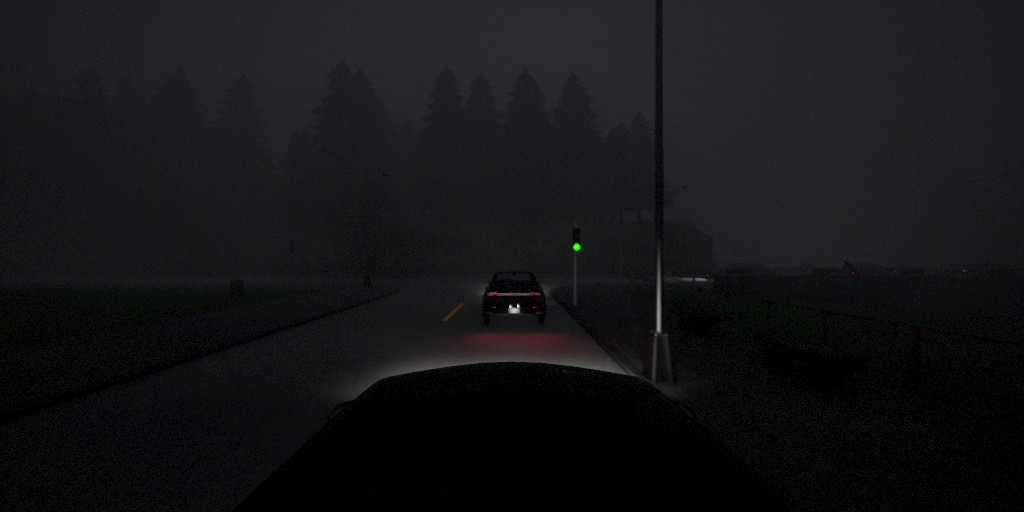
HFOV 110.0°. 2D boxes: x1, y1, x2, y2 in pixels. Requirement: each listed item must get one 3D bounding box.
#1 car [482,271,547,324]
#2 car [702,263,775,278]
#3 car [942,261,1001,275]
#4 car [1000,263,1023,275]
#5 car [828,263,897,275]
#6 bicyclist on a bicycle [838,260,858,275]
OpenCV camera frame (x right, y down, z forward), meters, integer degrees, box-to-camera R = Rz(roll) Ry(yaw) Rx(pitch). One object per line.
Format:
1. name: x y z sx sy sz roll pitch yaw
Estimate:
1. car: 0.073 1.238 11.977 2.128 1.511 4.902 0 0 0
2. car: 19.481 1.285 30.938 5.357 1.411 2.033 0 0 0
3. car: 40.248 1.214 30.914 5.008 1.535 1.882 0 0 0
4. car: 40.376 1.339 26.836 4.718 1.301 1.895 0 0 0
5. car: 29.780 1.284 30.936 5.357 1.411 2.033 0 0 0
6. bicyclist on a bicycle: 21.146 1.090 22.539 0.582 1.620 1.656 0 0 0
